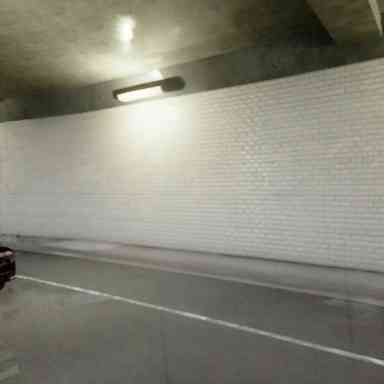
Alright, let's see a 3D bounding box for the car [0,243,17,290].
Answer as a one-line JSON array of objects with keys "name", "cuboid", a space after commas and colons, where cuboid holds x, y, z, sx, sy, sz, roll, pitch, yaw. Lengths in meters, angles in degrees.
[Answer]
[{"name": "car", "cuboid": [-6.022, 1.478, 7.378, 4.902, 1.511, 2.128, 0, 0, 29]}]
